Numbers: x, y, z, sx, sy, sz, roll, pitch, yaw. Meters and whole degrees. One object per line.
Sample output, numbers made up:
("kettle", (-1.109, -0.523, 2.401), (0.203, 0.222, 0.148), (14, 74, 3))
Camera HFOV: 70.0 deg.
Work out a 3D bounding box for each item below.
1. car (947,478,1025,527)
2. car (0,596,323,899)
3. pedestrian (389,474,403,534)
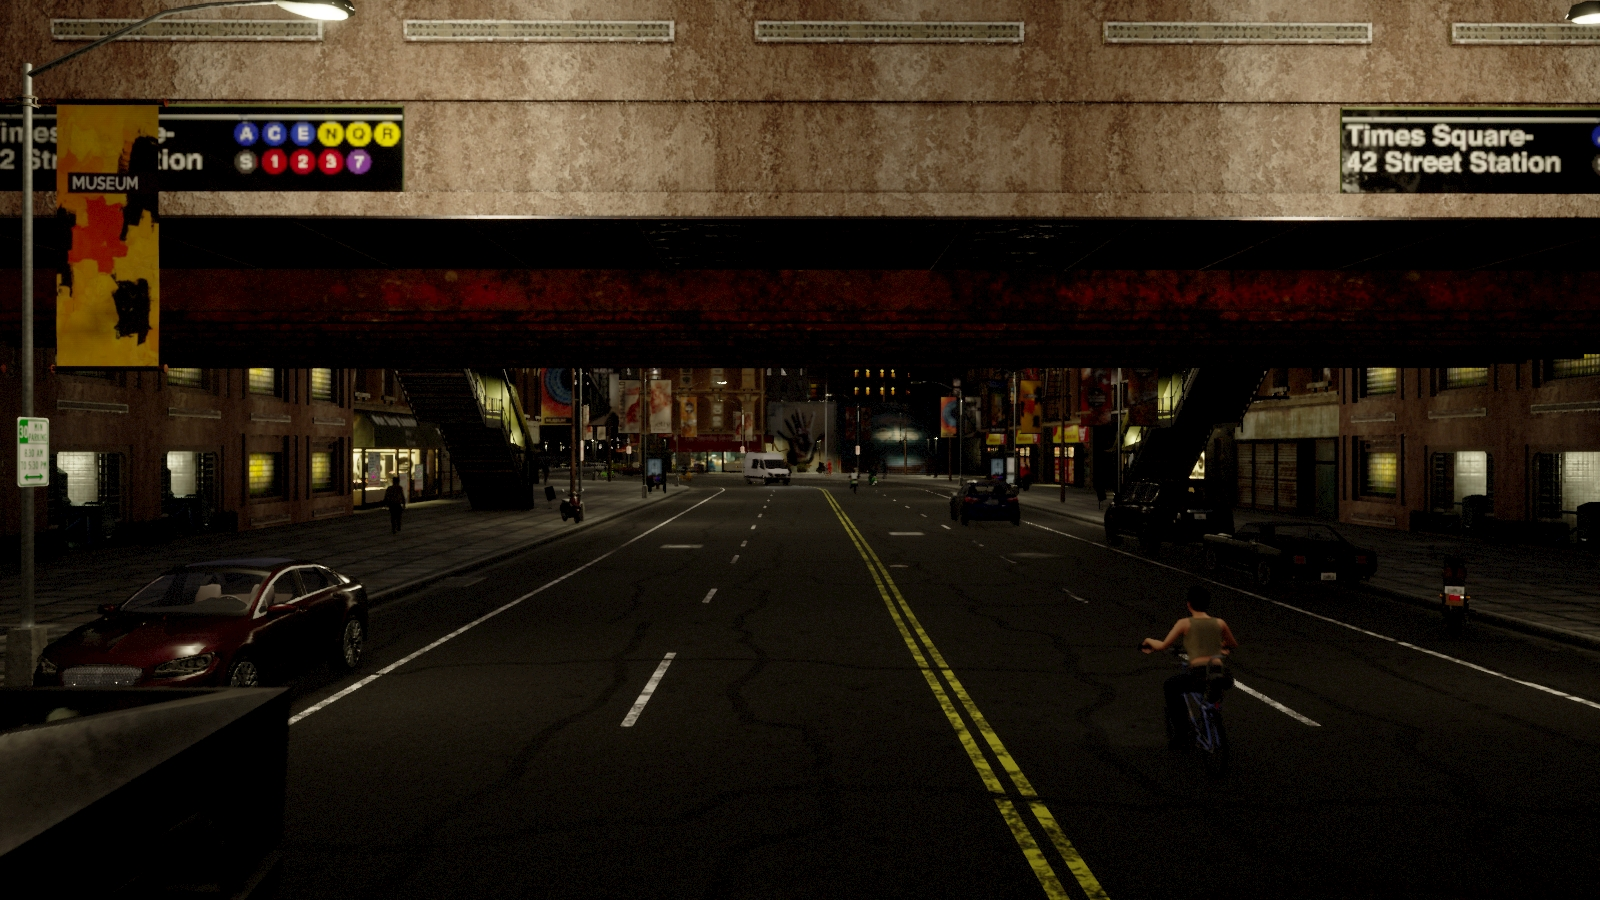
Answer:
("car", (7.055, 1.967, 43.918), (2.242, 1.667, 4.611), (0, 0, 0))
("car", (-3.495, 1.754, 2.376), (2.390, 2.098, 6.274), (0, 0, 0))
("pedestrian", (-12.731, 1.696, 36.003), (0.375, 1.860, 0.375), (0, 0, -10))
